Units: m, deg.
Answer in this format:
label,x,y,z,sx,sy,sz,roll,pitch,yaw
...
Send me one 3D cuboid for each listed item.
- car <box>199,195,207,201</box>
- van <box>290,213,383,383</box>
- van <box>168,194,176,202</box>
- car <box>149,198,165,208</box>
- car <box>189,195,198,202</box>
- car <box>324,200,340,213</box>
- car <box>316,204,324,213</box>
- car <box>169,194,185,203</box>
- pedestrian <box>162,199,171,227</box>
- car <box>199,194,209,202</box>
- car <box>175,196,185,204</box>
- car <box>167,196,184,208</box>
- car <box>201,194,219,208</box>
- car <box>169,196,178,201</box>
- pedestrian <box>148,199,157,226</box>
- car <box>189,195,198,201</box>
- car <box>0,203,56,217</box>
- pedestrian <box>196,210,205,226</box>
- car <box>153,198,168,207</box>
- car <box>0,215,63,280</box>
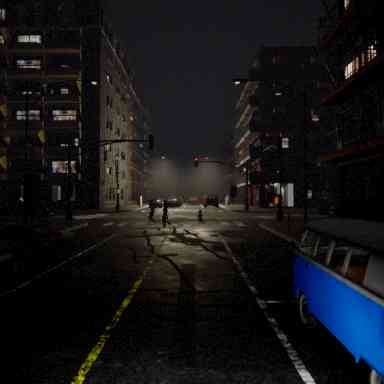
label,x,y,z,sx,sy,sz,roll,pitch,yaw
car,2.973,1.605,86.980,1.967,1.590,4.097,1,0,0
van,2.569,1.343,4.346,1.690,1.788,3.998,1,0,0
van,-4.929,1.473,81.416,1.690,1.788,3.998,1,0,0
car,-5.083,1.606,48.048,1.947,1.339,4.313,1,0,0
car,0.353,1.583,77.653,1.882,1.535,5.008,0,0,0
car,13.868,1.454,27.726,4.403,1.369,2.008,0,-1,0
car,14.999,1.494,33.135,5.008,1.535,1.882,0,-1,1
car,-2.565,1.558,58.341,1.837,1.490,4.892,0,0,0
pedestrian,-1.669,1.310,21.102,0.375,1.860,0.375,1,-1,0
car,2.950,1.448,81.416,2.192,1.841,5.009,1,0,0
car,-2.449,1.643,68.660,1.994,1.385,4.181,0,0,0
car,-2.623,1.604,48.305,1.994,1.385,4.181,0,0,1
car,2.802,1.355,48.058,2.192,1.841,5.009,1,0,0
car,-4.908,1.715,86.980,2.008,1.369,4.403,1,0,0
pedestrian,-2.593,1.307,22.306,0.375,1.860,0.375,1,-1,0
car,0.400,1.527,88.078,2.128,1.511,4.902,0,0,0
car,-15.014,1.639,30.392,4.718,1.301,1.895,0,-1,0
pedestrian,0.612,1.691,21.682,0.500,1.100,0.500,1,-1,0
car,-5.058,1.612,53.609,1.947,1.339,4.313,1,0,0
car,-5.257,1.588,9.968,1.802,1.307,4.206,1,0,0
